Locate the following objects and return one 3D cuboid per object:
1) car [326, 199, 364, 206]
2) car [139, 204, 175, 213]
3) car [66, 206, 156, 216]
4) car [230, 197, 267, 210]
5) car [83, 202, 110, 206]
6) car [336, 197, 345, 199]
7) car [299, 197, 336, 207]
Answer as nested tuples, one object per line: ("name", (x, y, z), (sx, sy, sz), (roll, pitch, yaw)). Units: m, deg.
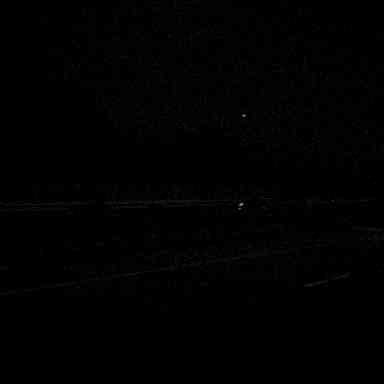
("car", (15.296, 1.613, 32.090), (4.181, 1.385, 1.994), (0, 0, -35))
("car", (-3.790, 1.620, 27.082), (4.718, 1.301, 1.895), (0, 0, -35))
("car", (-4.623, 1.611, 17.891), (4.718, 1.301, 1.895), (0, 0, -36))
("car", (6.536, 1.395, 38.737), (4.553, 1.767, 2.097), (0, 0, -35))
("car", (-8.387, 1.578, 28.103), (4.181, 1.385, 1.994), (0, 0, -35))
("car", (20.997, 1.451, 48.944), (4.553, 1.767, 2.097), (0, 0, -36))
("car", (14.996, 1.585, 40.458), (4.674, 1.442, 1.812), (0, 0, -35))
